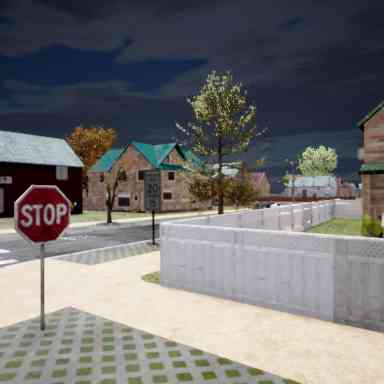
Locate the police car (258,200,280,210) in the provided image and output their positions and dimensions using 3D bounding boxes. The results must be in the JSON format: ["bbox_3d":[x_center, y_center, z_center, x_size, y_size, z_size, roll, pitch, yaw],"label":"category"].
[{"bbox_3d":[8.567,1.723,38.605,2.038,1.542,4.974,-1,-1,34],"label":"police car"}]
